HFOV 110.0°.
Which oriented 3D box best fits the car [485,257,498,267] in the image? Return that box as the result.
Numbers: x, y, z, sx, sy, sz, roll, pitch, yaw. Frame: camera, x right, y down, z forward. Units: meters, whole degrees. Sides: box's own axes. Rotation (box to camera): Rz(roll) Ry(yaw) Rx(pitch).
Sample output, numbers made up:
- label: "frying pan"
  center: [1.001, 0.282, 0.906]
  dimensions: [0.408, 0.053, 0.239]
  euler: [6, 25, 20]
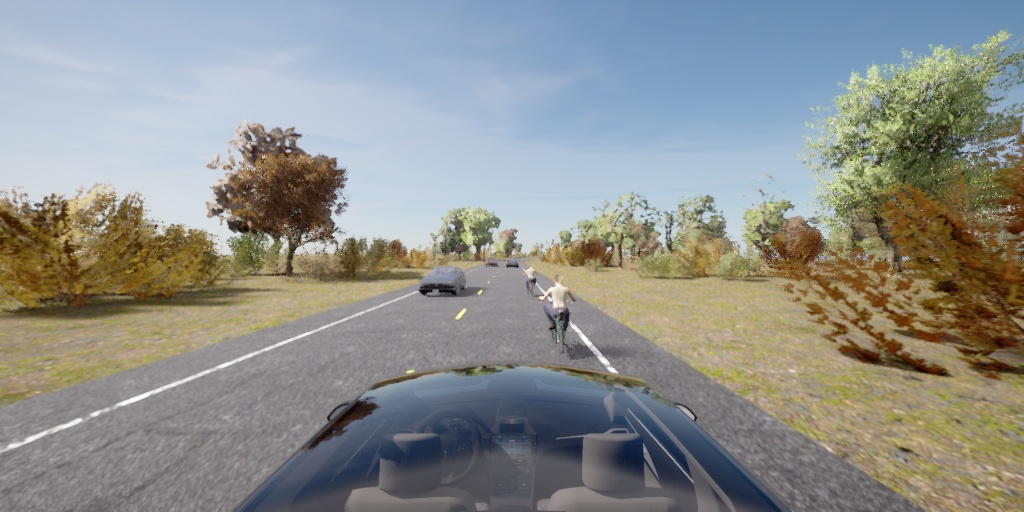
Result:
- label: "car"
  center: [-3.557, 1.026, 62.387]
  dimensions: [2.097, 1.767, 4.553]
  euler: [0, 0, 0]

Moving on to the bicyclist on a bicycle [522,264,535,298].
- label: "bicyclist on a bicycle"
  center: [0.938, 1.179, 17.566]
  dimensions: [0.866, 1.612, 1.509]
  euler: [0, 0, 0]

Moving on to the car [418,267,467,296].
- label: "car"
  center: [-3.601, 1.288, 19.598]
  dimensions: [2.033, 1.411, 5.357]
  euler: [0, 0, 0]

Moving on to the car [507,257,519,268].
- label: "car"
  center: [0.095, 1.242, 59.969]
  dimensions: [1.994, 1.385, 4.181]
  euler: [0, 0, 0]

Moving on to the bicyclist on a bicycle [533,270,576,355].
- label: "bicyclist on a bicycle"
  center: [0.984, 1.185, 7.686]
  dimensions: [0.866, 1.612, 1.509]
  euler: [0, 0, 0]
